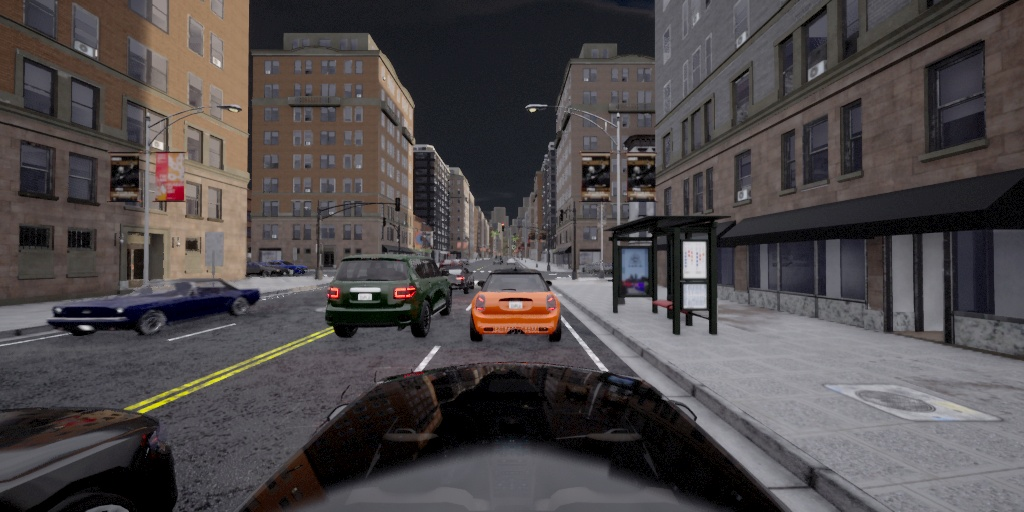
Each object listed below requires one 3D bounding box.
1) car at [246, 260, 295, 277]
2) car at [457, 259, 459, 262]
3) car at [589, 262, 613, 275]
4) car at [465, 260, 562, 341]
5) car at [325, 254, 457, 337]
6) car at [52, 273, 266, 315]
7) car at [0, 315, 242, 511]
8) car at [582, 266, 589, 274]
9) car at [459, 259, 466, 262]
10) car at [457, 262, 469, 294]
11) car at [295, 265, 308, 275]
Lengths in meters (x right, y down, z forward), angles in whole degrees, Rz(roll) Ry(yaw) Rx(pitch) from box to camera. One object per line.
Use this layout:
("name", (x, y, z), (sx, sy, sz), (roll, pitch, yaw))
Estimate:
("car", (-22.918, 1.175, 32.008), (5.357, 1.411, 2.033), (0, -1, 0))
("car", (-9.968, 1.245, 55.340), (1.882, 1.535, 5.008), (0, 0, 0))
("car", (11.510, 1.380, 38.891), (5.357, 1.411, 2.033), (0, -1, 1))
("car", (0.080, 1.104, 10.015), (2.097, 1.767, 4.553), (0, 0, 0))
("car", (-3.171, 0.974, 10.401), (2.150, 2.045, 5.566), (0, 0, 0))
("car", (-9.866, 1.353, 10.505), (1.895, 1.301, 4.718), (0, 0, 0))
("car", (-3.144, 1.241, 0.363), (2.128, 1.511, 4.902), (0, 0, 0))
("car", (10.325, 1.436, 42.153), (4.181, 1.385, 1.994), (0, -1, 0))
("car", (-9.957, 1.294, 64.391), (1.812, 1.442, 4.674), (0, 0, 0))
("car", (-3.199, 1.282, 20.108), (1.812, 1.442, 4.674), (0, 0, 0))
("car", (-22.788, 1.149, 35.258), (5.008, 1.535, 1.882), (0, -1, 0))
